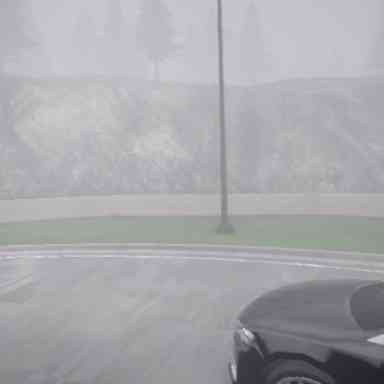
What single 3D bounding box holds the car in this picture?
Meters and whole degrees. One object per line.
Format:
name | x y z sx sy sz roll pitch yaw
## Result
car | 2.578 1.310 2.388 4.902 1.511 2.128 0 2 38
